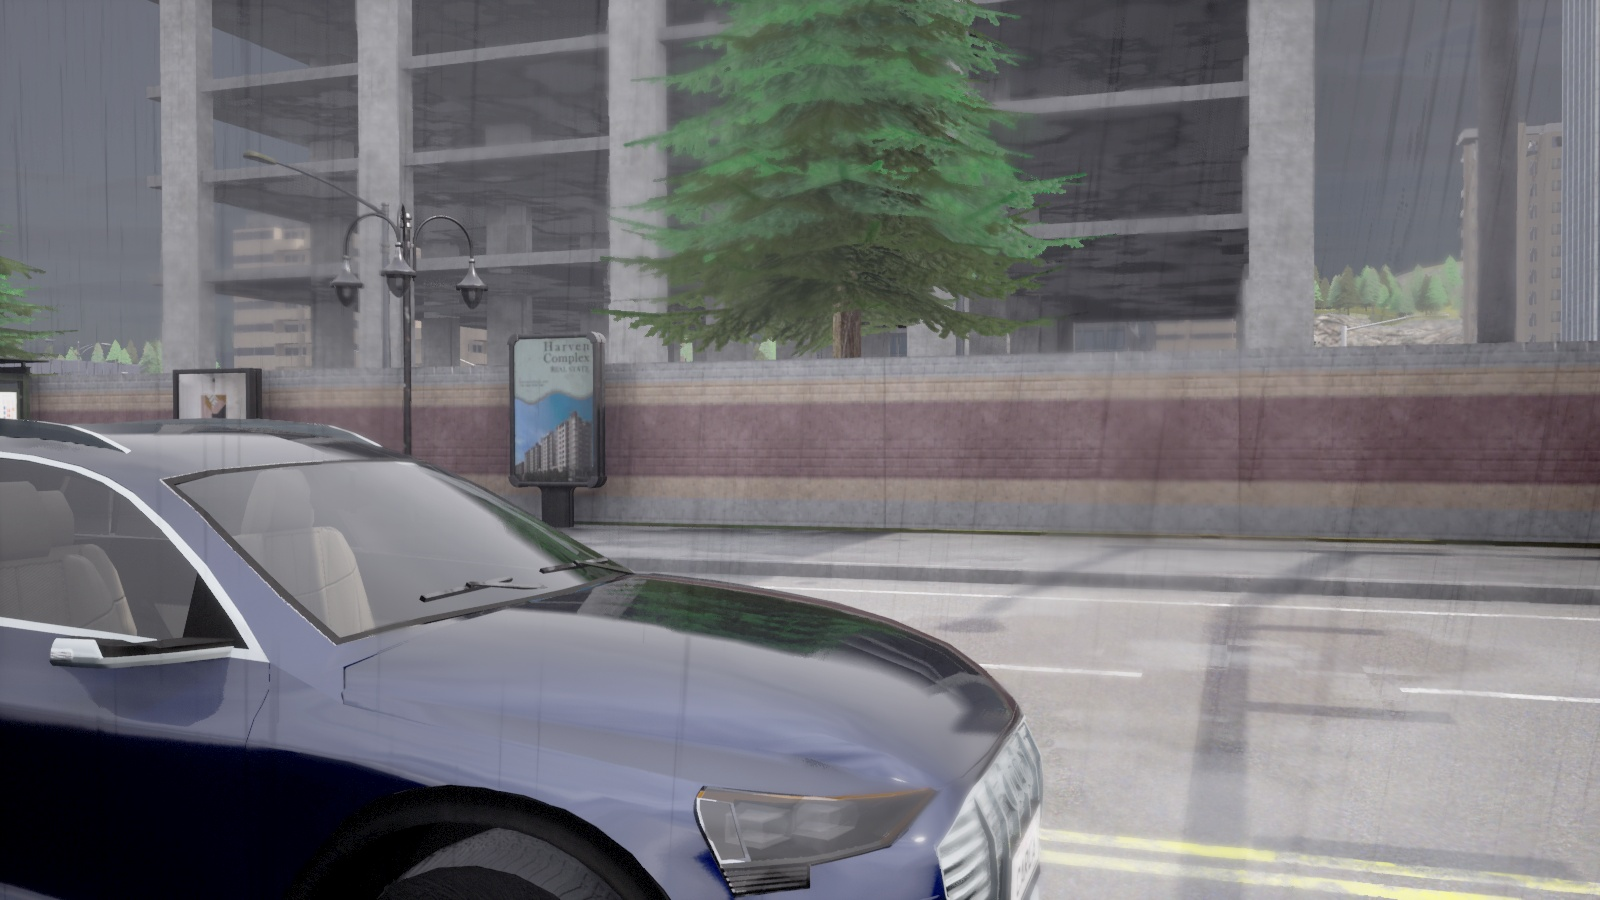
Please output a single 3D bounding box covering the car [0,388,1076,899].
[{"bbox_3d":[-1.758,0.689,3.783,4.856,1.649,2.033,1,1,19],"label":"car"}]
